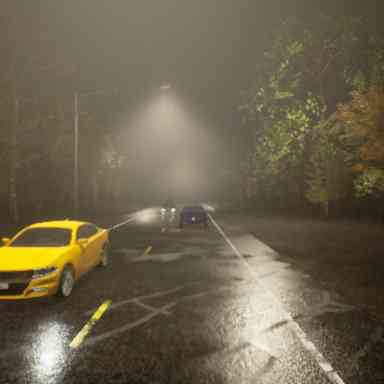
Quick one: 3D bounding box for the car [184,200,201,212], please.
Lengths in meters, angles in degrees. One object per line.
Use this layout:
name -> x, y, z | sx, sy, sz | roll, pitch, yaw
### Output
car -> 0.087, 1.779, 43.252 | 2.033, 1.411, 5.357 | 0, 0, 0

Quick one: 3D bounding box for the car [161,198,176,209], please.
car -> -3.578, 1.774, 51.490 | 1.837, 1.490, 4.892 | 0, 0, 0

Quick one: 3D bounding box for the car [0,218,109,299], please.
car -> -3.604, 1.527, 8.808 | 1.882, 1.535, 5.008 | 0, 0, 0

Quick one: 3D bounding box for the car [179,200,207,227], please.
car -> 0.093, 1.614, 24.159 | 1.882, 1.535, 5.008 | 0, 0, 0
